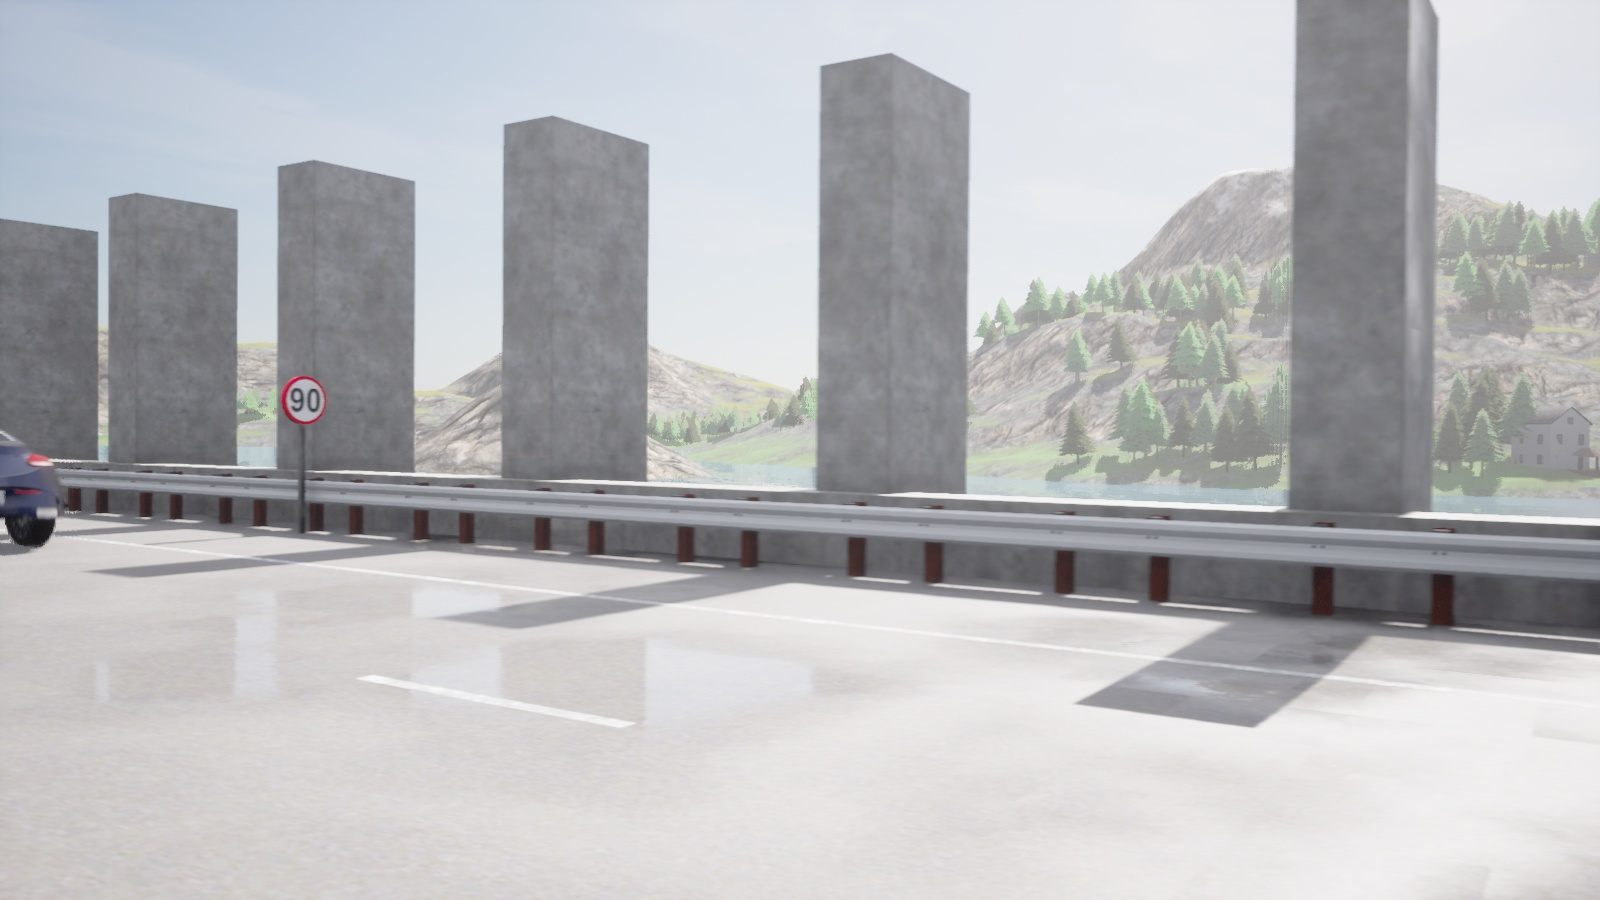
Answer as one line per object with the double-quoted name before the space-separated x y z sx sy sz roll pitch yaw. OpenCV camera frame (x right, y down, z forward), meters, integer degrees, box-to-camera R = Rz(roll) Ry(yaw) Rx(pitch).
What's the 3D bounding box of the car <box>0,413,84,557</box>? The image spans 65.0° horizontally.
"car" -11.295 0.400 15.625 5.027 1.651 2.152 0 1 35
